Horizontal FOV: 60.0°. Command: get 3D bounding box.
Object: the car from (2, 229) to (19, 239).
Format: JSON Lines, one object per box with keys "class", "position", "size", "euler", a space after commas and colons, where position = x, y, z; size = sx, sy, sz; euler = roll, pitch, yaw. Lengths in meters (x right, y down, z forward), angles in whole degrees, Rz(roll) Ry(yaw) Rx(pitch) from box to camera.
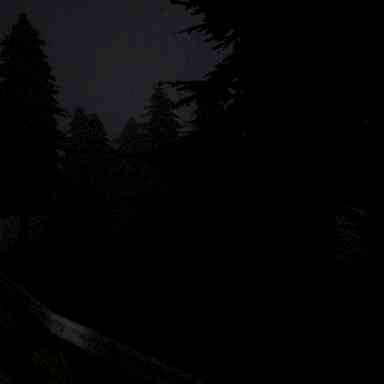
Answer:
{"class": "car", "position": [-22.033, 5.337, 41.696], "size": [2.033, 1.411, 5.357], "euler": [0, -5, -22]}
